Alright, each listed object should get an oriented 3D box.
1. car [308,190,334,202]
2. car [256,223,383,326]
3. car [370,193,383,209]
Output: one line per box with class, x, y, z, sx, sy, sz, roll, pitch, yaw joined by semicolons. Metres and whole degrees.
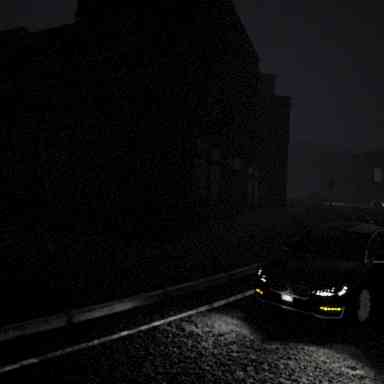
car;17.669;0.517;45.781;2.128;1.511;4.902;3;2;-5
car;3.287;1.491;7.256;1.837;1.490;4.892;1;1;45
car;21.075;0.888;35.856;2.097;1.767;4.553;3;2;8
